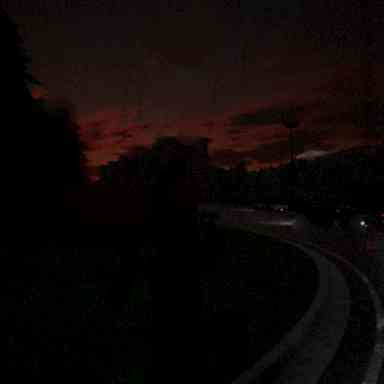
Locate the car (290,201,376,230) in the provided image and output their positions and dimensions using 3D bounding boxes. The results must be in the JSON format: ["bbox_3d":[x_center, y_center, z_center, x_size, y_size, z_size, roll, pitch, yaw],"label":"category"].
[{"bbox_3d":[8.915,1.551,21.540,1.837,1.490,4.892,0,0,-24],"label":"car"}]

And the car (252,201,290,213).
[{"bbox_3d":[8.955,1.674,38.558,1.895,1.301,4.718,0,0,-24],"label":"car"}]

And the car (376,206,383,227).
[{"bbox_3d":[12.008,1.617,23.198,1.994,1.385,4.181,0,0,-24],"label":"car"}]
